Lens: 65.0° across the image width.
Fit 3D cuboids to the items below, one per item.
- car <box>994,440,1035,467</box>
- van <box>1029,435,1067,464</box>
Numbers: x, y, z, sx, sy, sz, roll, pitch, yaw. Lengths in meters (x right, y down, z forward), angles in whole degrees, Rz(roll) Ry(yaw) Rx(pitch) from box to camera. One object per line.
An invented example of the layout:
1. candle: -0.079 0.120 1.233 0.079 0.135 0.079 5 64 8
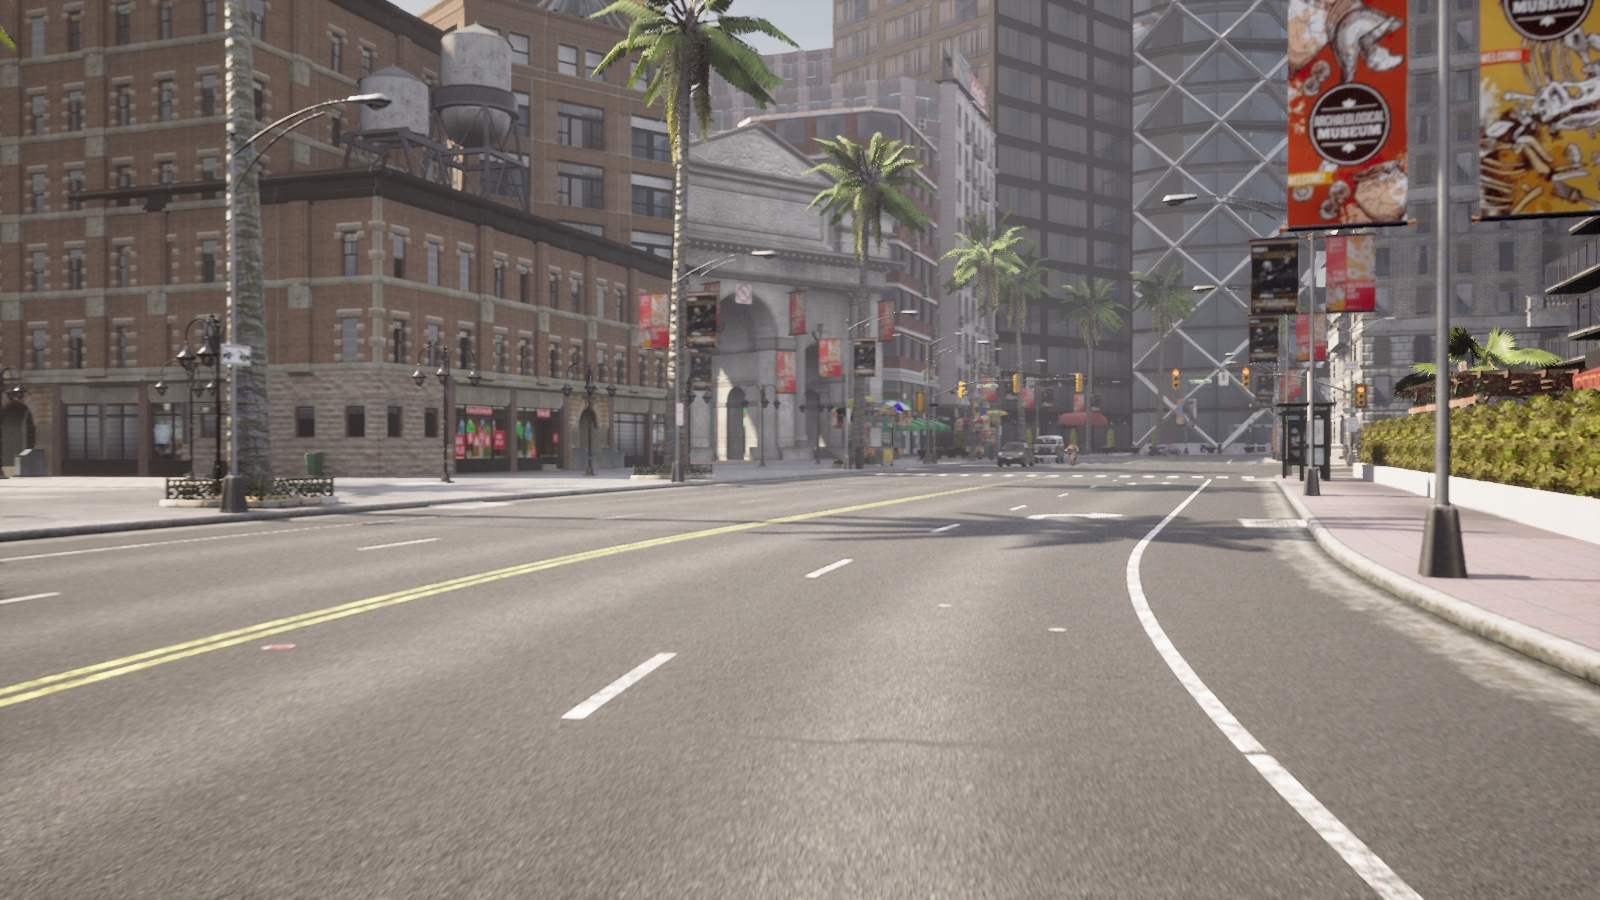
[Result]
1. car: 13.357 0.218 78.204 1.851 1.617 3.988 0 0 20
2. van: 18.075 -0.027 91.411 2.069 2.038 4.480 0 0 20
